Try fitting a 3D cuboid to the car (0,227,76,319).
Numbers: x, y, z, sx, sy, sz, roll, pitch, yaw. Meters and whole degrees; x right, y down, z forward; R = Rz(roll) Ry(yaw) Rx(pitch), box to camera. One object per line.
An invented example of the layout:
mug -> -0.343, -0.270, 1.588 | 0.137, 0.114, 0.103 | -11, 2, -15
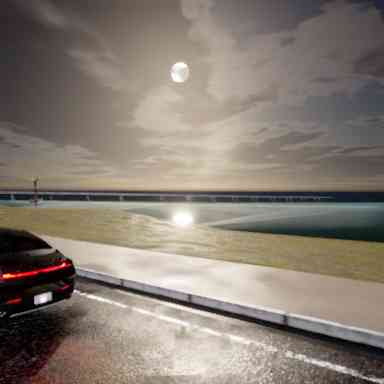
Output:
car -> -4.391, 1.485, 6.819 | 4.892, 1.490, 1.837 | 0, 0, 36
